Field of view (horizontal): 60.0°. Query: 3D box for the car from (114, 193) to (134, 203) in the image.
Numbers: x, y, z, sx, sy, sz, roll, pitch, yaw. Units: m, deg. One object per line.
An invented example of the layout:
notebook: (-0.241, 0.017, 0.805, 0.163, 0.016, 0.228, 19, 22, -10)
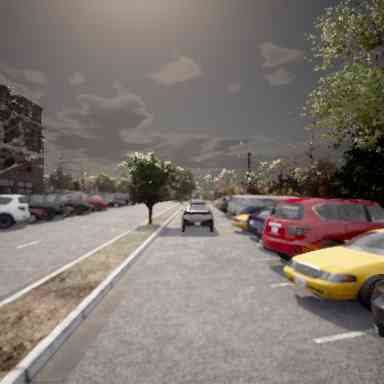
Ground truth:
car: (-12.518, 1.242, 53.745, 5.566, 2.045, 2.435, -1, 0, -19)

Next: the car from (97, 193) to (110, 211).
car: (-12.781, 1.241, 38.706, 5.566, 2.045, 2.435, -1, 0, -19)

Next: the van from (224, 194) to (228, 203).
van: (5.051, 1.276, 25.429, 4.442, 1.987, 1.878, 1, 0, -19)

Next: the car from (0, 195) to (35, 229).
car: (-13.145, 1.227, 20.646, 5.566, 2.045, 2.435, -1, 0, -19)

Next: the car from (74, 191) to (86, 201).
car: (-24.833, 0.933, 73.569, 2.435, 2.045, 5.566, 1, -1, -18)

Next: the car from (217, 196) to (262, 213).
car: (5.327, 1.385, 37.368, 4.553, 1.767, 2.185, 1, 0, -19)

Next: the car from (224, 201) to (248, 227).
car: (4.884, 1.494, 19.454, 5.366, 1.575, 1.946, 1, 0, -19)

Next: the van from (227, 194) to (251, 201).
van: (5.003, 1.274, 22.451, 4.442, 1.987, 1.878, 1, 0, -19)

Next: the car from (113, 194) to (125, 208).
car: (-12.623, 1.500, 47.720, 5.008, 1.535, 2.097, -1, 0, -19)

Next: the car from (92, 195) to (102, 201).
car: (-25.905, 1.711, 90.575, 2.231, 1.521, 4.892, 1, -3, -18)

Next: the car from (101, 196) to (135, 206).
car: (-12.602, 1.480, 56.722, 5.366, 1.575, 1.946, -1, 1, -19)

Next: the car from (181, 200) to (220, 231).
car: (0.350, 1.506, 20.570, 2.128, 1.511, 4.902, 0, 0, 1)

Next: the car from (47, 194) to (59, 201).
car: (-30.763, 1.187, 73.766, 2.231, 1.521, 4.892, 0, -1, -18)

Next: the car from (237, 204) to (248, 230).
car: (5.037, 1.528, 16.554, 4.792, 1.488, 2.163, 1, 0, -19)

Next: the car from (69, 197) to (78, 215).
car: (-12.934, 1.514, 29.686, 4.792, 1.488, 2.163, -1, 0, -19)

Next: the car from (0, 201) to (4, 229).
car: (-13.173, 1.475, 17.655, 5.008, 1.535, 2.097, -1, 0, -19)

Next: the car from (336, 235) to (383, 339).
car: (4.843, 1.491, 4.650, 4.892, 1.521, 2.231, 1, 0, -19)

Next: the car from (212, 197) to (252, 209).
car: (5.703, 1.517, 47.199, 5.366, 1.575, 1.946, 1, 0, -19)

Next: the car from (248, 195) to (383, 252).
car: (4.946, 1.243, 10.603, 5.566, 2.045, 2.435, 1, 0, -19)

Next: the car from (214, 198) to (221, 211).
car: (5.285, 1.256, 31.434, 5.566, 2.045, 2.435, 1, 0, -19)

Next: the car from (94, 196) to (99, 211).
car: (-12.830, 1.519, 35.697, 4.792, 1.488, 2.163, -1, 0, -19)

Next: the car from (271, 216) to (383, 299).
car: (4.705, 1.487, 7.553, 5.366, 1.575, 1.946, 1, 0, -19)

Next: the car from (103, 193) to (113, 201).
car: (-22.902, 1.459, 90.508, 2.435, 2.045, 5.566, 1, -3, -18)

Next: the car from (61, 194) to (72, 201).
car: (-27.807, 1.225, 73.679, 2.002, 1.452, 4.674, 1, -1, -18)

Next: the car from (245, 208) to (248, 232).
car: (4.936, 1.525, 13.552, 4.792, 1.488, 2.163, 1, 0, -19)

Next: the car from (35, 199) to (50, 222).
car: (-13.069, 1.480, 23.664, 5.008, 1.535, 2.097, -1, 0, -19)

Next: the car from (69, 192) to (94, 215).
car: (-12.888, 1.236, 32.693, 5.566, 2.045, 2.435, -1, 0, -19)

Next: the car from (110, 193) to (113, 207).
car: (-12.714, 1.369, 41.702, 4.553, 1.767, 2.185, -1, 0, -19)

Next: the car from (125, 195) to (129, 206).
car: (-12.555, 1.539, 50.744, 4.674, 1.452, 2.002, -1, 0, -19)

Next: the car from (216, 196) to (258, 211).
car: (5.440, 1.388, 40.358, 4.553, 1.767, 2.185, 1, 0, -19)

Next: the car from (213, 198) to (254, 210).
car: (5.444, 1.544, 43.727, 4.792, 1.488, 2.163, 1, 0, -19)

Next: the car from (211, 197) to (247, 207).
car: (5.585, 1.521, 50.526, 4.892, 1.521, 2.231, 1, 0, -19)

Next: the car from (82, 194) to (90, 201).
car: (-28.919, 1.583, 90.637, 2.185, 1.767, 4.553, 1, -3, -18)

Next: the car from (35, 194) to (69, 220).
car: (-13.041, 1.231, 26.654, 5.566, 2.045, 2.435, -1, 0, -19)

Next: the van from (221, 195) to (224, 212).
van: (5.098, 1.278, 28.406, 4.442, 1.987, 1.878, 1, 0, -19)
